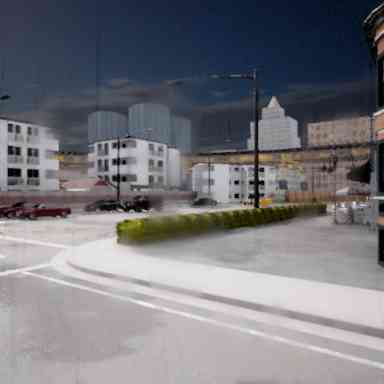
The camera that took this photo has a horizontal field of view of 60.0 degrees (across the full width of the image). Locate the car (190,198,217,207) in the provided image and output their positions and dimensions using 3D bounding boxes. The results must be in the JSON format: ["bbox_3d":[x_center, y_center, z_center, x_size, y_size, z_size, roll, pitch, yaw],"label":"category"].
[{"bbox_3d":[1.779,1.621,51.851,4.674,1.442,1.812,0,0,-38],"label":"car"}]

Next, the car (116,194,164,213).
[{"bbox_3d":[-5.631,1.311,38.438,2.150,2.045,5.566,0,0,37],"label":"car"}]

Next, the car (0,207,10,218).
[{"bbox_3d":[-15.636,1.629,31.026,1.812,1.442,4.674,0,0,37],"label":"car"}]

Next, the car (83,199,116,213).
[{"bbox_3d":[-10.138,1.604,38.254,1.837,1.490,4.892,0,1,38],"label":"car"}]

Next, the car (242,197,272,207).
[{"bbox_3d":[10.364,1.552,53.152,5.008,1.535,1.882,0,0,-24],"label":"car"}]

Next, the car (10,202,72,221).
[{"bbox_3d":[-12.802,1.617,28.972,1.812,1.442,4.674,0,0,37],"label":"car"}]
